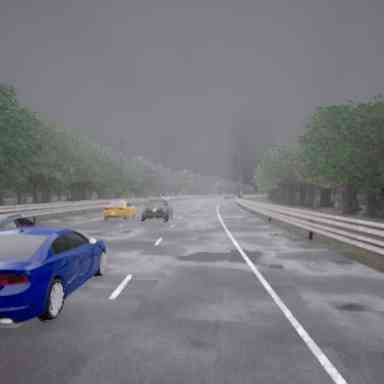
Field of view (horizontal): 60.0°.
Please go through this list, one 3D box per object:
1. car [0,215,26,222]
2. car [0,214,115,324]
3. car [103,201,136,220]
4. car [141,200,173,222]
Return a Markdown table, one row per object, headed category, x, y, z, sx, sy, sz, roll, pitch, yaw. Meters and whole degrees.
| category | x | y | z | sx | sy | sz | roll | pitch | yaw |
| --- | --- | --- | --- | --- | --- | --- | --- | --- | --- |
| car | -6.747 | 1.555 | 12.052 | 1.812 | 1.442 | 4.674 | 0 | 0 | 1 |
| car | -3.326 | 1.496 | 7.346 | 1.882 | 1.535 | 5.008 | 0 | 0 | 1 |
| car | -6.180 | 1.553 | 28.955 | 1.882 | 1.535 | 5.008 | 0 | 0 | 3 |
| car | -2.749 | 1.425 | 27.277 | 2.097 | 1.767 | 4.553 | 0 | 0 | 2 |
